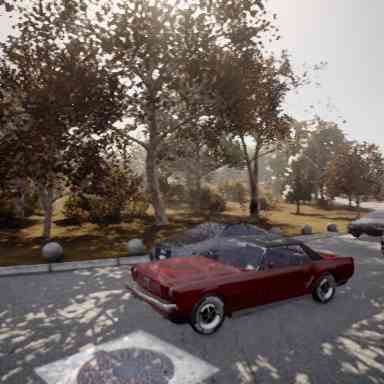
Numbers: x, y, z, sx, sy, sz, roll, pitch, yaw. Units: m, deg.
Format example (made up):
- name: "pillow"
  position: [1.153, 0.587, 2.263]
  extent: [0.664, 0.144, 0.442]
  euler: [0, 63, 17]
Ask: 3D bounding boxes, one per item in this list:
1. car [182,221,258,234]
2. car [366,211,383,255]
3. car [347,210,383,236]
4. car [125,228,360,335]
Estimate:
- name: "car"
  position: [0.812, 1.584, 10.014]
  extent: [4.181, 1.385, 1.994]
  euler: [1, 0, -37]
- name: "car"
  position: [8.696, 1.575, 12.229]
  extent: [4.902, 1.511, 2.128]
  euler: [1, -1, -39]
- name: "car"
  position: [10.324, 1.694, 17.776]
  extent: [5.357, 1.411, 2.033]
  euler: [1, -1, -41]
- name: "car"
  position: [1.111, 1.613, 6.793]
  extent: [4.718, 1.301, 1.895]
  euler: [0, 0, -32]
